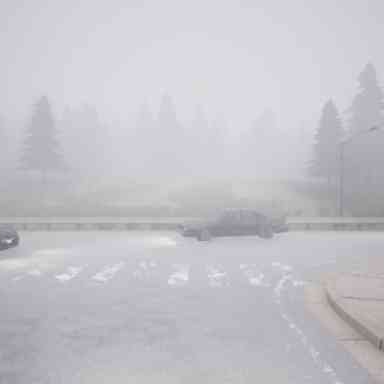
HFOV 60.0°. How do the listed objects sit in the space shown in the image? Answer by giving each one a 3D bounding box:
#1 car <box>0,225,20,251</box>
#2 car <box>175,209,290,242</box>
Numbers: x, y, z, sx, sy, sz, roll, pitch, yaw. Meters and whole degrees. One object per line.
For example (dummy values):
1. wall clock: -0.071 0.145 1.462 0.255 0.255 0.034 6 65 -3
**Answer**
1. car: -8.742 1.474 12.074 4.892 1.490 1.837 0 0 11
2. car: 1.935 1.510 15.928 5.357 1.411 2.033 0 0 -16
